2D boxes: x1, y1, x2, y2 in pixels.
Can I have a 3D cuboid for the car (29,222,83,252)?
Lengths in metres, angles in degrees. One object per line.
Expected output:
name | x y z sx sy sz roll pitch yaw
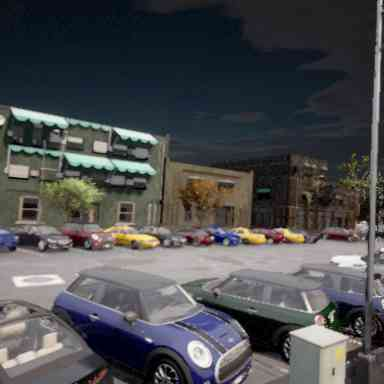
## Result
car | -9.804 2.893 21.727 4.892 1.521 2.231 1 -4 34

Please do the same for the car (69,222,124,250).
car | -7.424 2.980 23.474 4.553 1.767 2.185 1 -4 34

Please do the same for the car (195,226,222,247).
car | -0.250 3.776 28.631 4.792 1.488 2.163 1 -3 34

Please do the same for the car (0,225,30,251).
car | -12.197 2.718 19.996 4.674 1.452 2.002 1 -3 34

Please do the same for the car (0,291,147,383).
car | -3.401 2.583 5.437 4.892 1.521 2.231 3 -2 34

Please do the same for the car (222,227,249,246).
car | 2.168 3.960 30.340 5.008 1.535 2.097 1 -4 34

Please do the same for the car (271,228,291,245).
car | 6.965 4.388 33.798 5.008 1.535 2.097 1 -3 34

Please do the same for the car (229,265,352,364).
car | 1.520 2.894 8.950 4.553 1.767 2.185 3 -2 34

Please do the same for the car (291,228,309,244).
car | 9.200 4.596 35.617 5.366 1.575 1.946 1 -3 34

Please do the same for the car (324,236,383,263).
car | 8.815 3.421 14.274 5.566 2.045 2.435 3 -2 34

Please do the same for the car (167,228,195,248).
car | -2.623 3.534 26.895 4.892 1.521 2.231 1 -4 34

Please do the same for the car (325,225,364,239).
car | 18.916 5.331 42.446 4.553 1.767 2.185 1 -4 34

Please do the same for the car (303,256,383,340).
car | 3.966 3.113 10.720 4.553 1.767 2.185 3 -2 34

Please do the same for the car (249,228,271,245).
car | 4.410 4.169 32.168 5.366 1.575 1.946 1 -3 34

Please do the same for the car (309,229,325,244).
car | 11.776 4.846 37.235 4.792 1.488 2.163 1 -4 34

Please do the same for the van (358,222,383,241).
van | 26.030 5.870 47.671 4.442 1.987 1.878 1 -3 34

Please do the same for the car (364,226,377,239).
car | 21.335 5.672 44.149 4.892 1.521 2.231 1 -3 34

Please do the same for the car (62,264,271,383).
car | -0.974 2.674 7.228 4.553 1.767 2.185 3 -2 34

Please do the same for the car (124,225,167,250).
car | -4.855 3.319 25.075 5.366 1.575 1.946 1 -4 34
